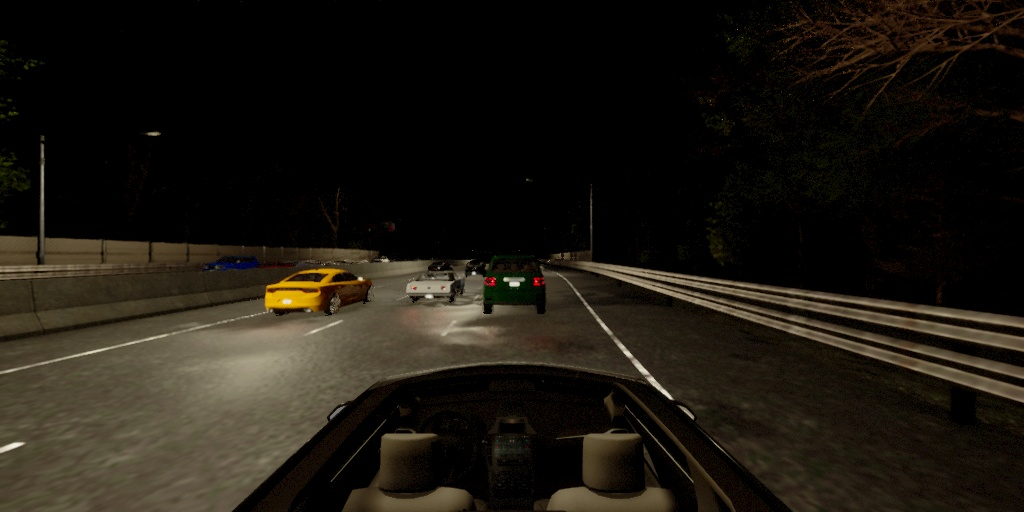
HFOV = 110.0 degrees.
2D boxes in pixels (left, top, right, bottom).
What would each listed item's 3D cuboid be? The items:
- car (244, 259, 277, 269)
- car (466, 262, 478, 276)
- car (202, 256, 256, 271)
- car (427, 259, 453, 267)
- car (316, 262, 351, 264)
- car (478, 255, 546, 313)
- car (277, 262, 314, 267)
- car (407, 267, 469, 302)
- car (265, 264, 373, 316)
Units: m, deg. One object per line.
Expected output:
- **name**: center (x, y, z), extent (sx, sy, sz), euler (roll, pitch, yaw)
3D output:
- **car**: center (-24.596, 1.323, 36.838), extent (1.812, 1.442, 4.674), euler (0, 0, 0)
- **car**: center (-3.403, 1.296, 34.472), extent (1.837, 1.490, 4.892), euler (0, 0, 0)
- **car**: center (-27.941, 1.017, 35.905), extent (2.150, 2.045, 5.566), euler (0, 0, -1)
- **car**: center (-6.904, 1.296, 34.481), extent (1.837, 1.490, 4.892), euler (0, 0, 0)
- **car**: center (-17.599, 1.344, 36.868), extent (2.033, 1.411, 5.357), euler (0, 0, 0)
- **car**: center (0.089, 0.986, 14.109), extent (2.150, 2.045, 5.566), euler (0, 0, 0)
- **car**: center (-21.099, 1.344, 36.754), extent (2.033, 1.411, 5.357), euler (0, 0, 0)
- **car**: center (-3.404, 1.367, 16.995), extent (1.895, 1.301, 4.718), euler (0, 0, 0)
- **car**: center (-6.911, 1.240, 13.493), extent (1.882, 1.535, 5.008), euler (0, 0, 0)
